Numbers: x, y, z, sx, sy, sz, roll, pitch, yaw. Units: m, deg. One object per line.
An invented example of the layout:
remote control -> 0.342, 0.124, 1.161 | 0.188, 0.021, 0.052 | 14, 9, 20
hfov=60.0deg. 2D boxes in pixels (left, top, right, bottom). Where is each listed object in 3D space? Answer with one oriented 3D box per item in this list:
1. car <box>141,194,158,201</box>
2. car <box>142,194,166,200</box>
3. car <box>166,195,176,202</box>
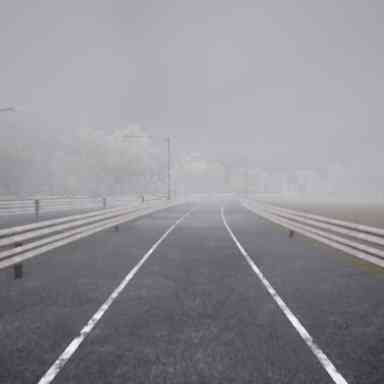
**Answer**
car -> -9.669, 1.283, 76.306 | 1.882, 1.535, 5.008 | 0, 0, 17
car -> -7.954, 1.335, 69.752 | 2.033, 1.411, 5.357 | 0, 0, 17
car -> -3.990, 1.386, 70.890 | 1.895, 1.301, 4.718 | 0, 0, 17
